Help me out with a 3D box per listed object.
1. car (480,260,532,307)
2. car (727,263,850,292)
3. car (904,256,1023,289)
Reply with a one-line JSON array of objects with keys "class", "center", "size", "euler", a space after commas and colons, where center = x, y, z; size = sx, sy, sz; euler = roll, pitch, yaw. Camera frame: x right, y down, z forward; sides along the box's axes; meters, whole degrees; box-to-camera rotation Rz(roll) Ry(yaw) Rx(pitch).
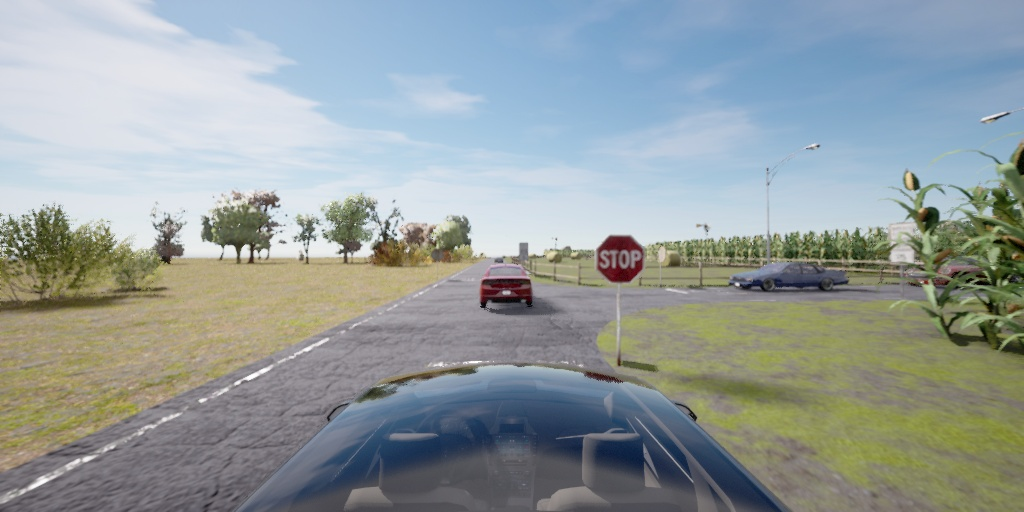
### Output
[{"class": "car", "center": [-0.266, 1.086, 14.591], "size": [1.882, 1.535, 5.008], "euler": [-1, 0, -2]}, {"class": "car", "center": [14.266, 1.048, 18.607], "size": [5.357, 1.411, 2.033], "euler": [-1, 0, -3]}, {"class": "car", "center": [23.749, 0.767, 19.022], "size": [4.553, 1.767, 2.097], "euler": [-1, 0, -2]}]
